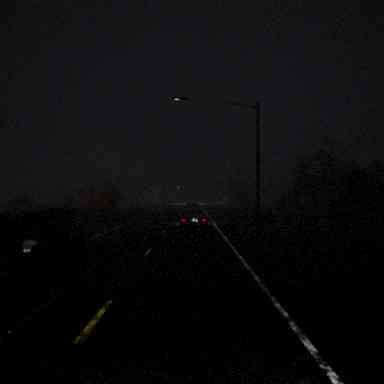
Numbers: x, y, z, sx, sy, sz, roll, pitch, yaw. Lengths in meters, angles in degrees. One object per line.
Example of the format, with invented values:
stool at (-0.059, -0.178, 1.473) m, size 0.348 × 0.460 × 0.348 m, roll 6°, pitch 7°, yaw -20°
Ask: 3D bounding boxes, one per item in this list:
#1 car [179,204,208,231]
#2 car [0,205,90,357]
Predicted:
car at (0.112, 1.795, 22.778) m, size 2.033 × 1.411 × 5.357 m, roll 0°, pitch -1°, yaw 0°
car at (-3.537, 1.287, 5.810) m, size 2.150 × 2.045 × 5.566 m, roll 0°, pitch -1°, yaw 1°
